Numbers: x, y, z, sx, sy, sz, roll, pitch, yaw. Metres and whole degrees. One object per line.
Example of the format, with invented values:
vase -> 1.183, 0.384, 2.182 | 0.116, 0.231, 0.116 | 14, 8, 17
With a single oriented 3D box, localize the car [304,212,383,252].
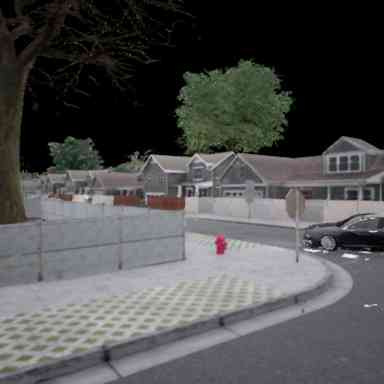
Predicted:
car -> 6.835, 1.559, 12.705 | 4.892, 1.490, 1.837 | 0, 4, 21

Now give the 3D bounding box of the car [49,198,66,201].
car -> -19.001, 1.523, 46.688 | 1.882, 1.535, 5.008 | 0, 0, -36
